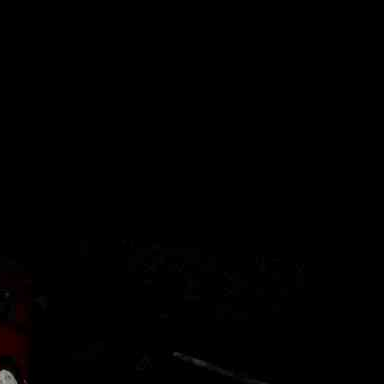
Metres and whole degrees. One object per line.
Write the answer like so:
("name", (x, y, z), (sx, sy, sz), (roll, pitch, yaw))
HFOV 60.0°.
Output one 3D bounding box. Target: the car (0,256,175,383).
("car", (-2.309, 1.588, 4.608), (4.507, 1.381, 1.887), (-1, 0, 36))
